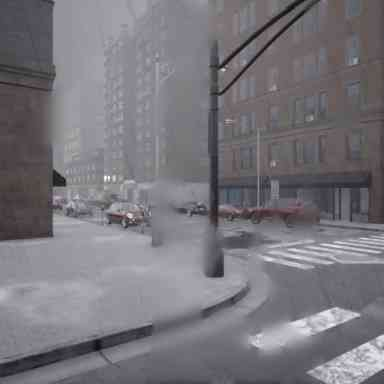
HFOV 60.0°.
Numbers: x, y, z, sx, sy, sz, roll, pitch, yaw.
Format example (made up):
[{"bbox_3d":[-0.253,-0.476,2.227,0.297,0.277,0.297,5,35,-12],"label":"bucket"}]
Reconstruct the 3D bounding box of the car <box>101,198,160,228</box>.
[{"bbox_3d":[-4.103,1.429,21.763,1.967,1.590,4.097,0,0,-35],"label":"car"}]

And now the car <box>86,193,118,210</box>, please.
[{"bbox_3d":[-10.980,1.189,41.551,2.150,2.045,5.566,0,0,-35],"label":"car"}]

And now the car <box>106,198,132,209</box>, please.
[{"bbox_3d":[-9.867,1.531,44.759,1.947,1.339,4.313,0,0,-35],"label":"car"}]

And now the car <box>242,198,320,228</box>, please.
[{"bbox_3d":[6.033,1.309,22.176,2.192,1.841,5.009,0,0,-35],"label":"car"}]

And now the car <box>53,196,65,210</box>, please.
[{"bbox_3d":[-16.827,1.511,39.835,1.887,1.381,4.507,0,0,-35],"label":"car"}]

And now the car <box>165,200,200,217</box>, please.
[{"bbox_3d":[-0.327,1.549,31.209,1.947,1.339,4.313,0,0,-35],"label":"car"}]

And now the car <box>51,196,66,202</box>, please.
[{"bbox_3d":[-28.947,1.477,71.857,2.008,1.369,4.403,0,0,-35],"label":"car"}]

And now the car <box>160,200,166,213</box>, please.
[{"bbox_3d":[-3.507,1.528,35.726,2.008,1.369,4.403,0,0,-35],"label":"car"}]

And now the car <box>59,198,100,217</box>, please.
[{"bbox_3d":[-10.465,1.529,30.799,2.008,1.369,4.403,0,0,-35],"label":"car"}]

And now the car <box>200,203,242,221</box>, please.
[{"bbox_3d":[2.853,1.571,26.693,1.802,1.307,4.206,0,0,-35],"label":"car"}]

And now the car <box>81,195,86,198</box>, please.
[{"bbox_3d":[-15.977,1.457,53.936,1.837,1.490,4.892,0,0,-35],"label":"car"}]

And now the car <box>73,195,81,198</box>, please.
[{"bbox_3d":[-20.017,1.297,59.616,2.097,1.767,4.553,0,0,-35],"label":"car"}]

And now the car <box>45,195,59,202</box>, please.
[{"bbox_3d":[-32.127,1.470,76.374,2.008,1.369,4.403,0,0,-35],"label":"car"}]
